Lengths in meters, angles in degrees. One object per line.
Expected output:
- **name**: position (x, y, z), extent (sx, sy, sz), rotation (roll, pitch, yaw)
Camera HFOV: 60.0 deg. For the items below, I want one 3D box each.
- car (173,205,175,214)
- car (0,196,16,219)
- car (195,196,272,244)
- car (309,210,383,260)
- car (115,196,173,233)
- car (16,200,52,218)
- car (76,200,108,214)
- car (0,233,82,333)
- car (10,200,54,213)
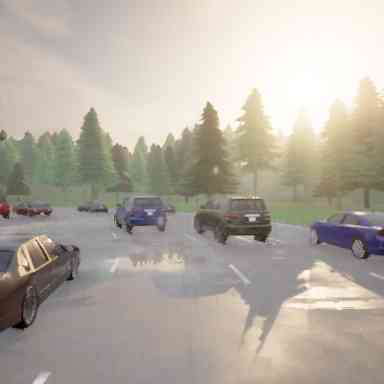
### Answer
- **car**: position (-3.533, 1.567, 34.518), extent (1.994, 1.385, 4.181), rotation (0, 0, -38)
- **car**: position (-18.326, 1.361, 29.908), extent (5.566, 2.045, 2.150), rotation (0, -1, 42)
- **car**: position (1.755, 1.193, 15.951), extent (2.150, 2.045, 5.566), rotation (0, 0, -14)
- **car**: position (6.128, 1.412, 12.256), extent (1.882, 1.535, 5.008), rotation (0, 0, -6)
- **car**: position (-3.194, 1.233, 19.970), extent (2.150, 2.045, 5.566), rotation (0, 0, -22)
- **car**: position (-15.201, 1.711, 31.710), extent (4.718, 1.301, 1.895), rotation (0, 0, 43)
- **car**: position (-11.223, 1.634, 37.176), extent (4.181, 1.385, 1.994), rotation (0, 0, 43)
- **car**: position (-3.737, 1.575, 6.816), extent (2.033, 1.411, 5.357), rotation (0, 0, -6)
- **car**: position (-18.798, 1.684, 39.014), extent (5.357, 1.411, 2.033), rotation (0, 0, 31)
